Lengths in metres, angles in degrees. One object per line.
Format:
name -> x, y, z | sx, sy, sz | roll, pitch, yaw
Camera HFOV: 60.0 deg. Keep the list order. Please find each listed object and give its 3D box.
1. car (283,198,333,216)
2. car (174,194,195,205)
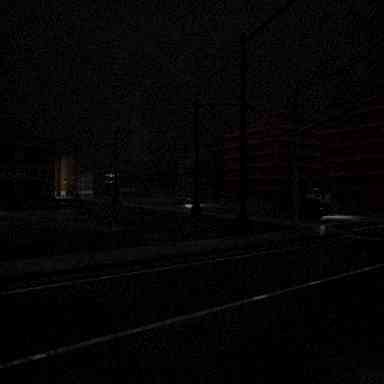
car -> 11.040, 1.383, 31.974 | 1.837, 1.490, 4.892 | 0, 1, -35
car -> -0.920, 1.070, 49.384 | 1.812, 1.442, 4.674 | 0, 1, -34
